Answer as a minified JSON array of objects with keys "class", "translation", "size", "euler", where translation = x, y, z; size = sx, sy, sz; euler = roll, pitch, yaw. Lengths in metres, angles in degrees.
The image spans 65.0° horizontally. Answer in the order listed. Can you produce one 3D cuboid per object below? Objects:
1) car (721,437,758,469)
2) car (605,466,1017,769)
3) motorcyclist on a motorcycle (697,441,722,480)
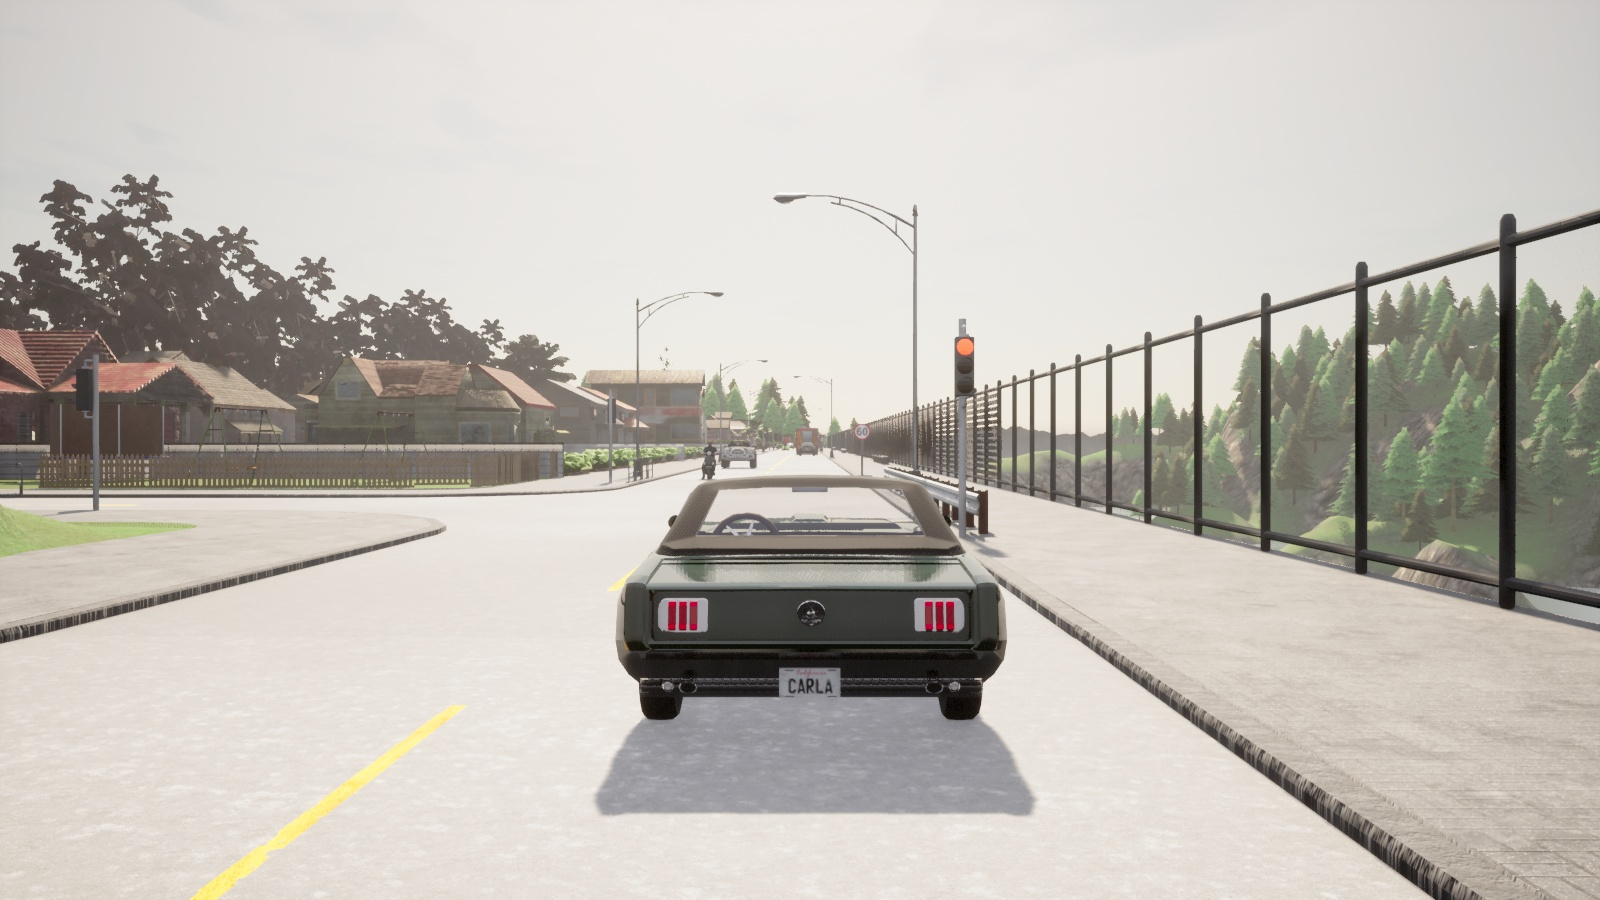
[{"class":"car","translation":[-3.556,0.145,73.937],"size":[1.932,1.855,4.605],"euler":[0,0,0]},{"class":"car","translation":[0.062,0.801,8.138],"size":[1.895,1.301,4.718],"euler":[0,0,0]},{"class":"motorcyclist on a motorcycle","translation":[-3.688,0.408,51.438],"size":[0.866,1.590,1.817],"euler":[0,0,0]}]
